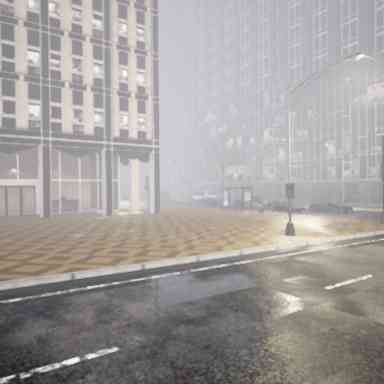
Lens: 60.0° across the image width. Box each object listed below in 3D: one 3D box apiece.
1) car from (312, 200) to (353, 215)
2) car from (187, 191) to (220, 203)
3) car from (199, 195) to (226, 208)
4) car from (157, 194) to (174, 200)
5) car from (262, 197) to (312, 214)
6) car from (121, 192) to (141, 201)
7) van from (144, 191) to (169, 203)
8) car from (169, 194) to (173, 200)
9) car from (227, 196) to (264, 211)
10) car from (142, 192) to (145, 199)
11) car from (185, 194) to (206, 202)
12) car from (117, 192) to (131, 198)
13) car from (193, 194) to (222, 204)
[{"bbox_3d":[13.766,1.505,33.221,1.994,1.385,4.181,-1,1,-34],"label":"car"},{"bbox_3d":[1.781,0.886,56.416,2.150,2.045,5.566,-1,1,-34],"label":"car"},{"bbox_3d":[3.325,1.409,43.826,1.947,1.339,4.313,0,1,-34],"label":"car"},{"bbox_3d":[-5.749,1.054,72.044,1.802,1.307,4.206,0,1,-34],"label":"car"},{"bbox_3d":[9.678,1.513,34.398,1.947,1.339,4.313,0,1,-34],"label":"car"},{"bbox_3d":[-12.668,1.131,67.315,2.008,1.369,4.403,0,1,-34],"label":"car"},{"bbox_3d":[-6.252,1.028,57.929,1.690,1.788,3.998,0,1,-34],"label":"van"},{"bbox_3d":[-6.577,0.750,68.625,2.150,2.045,5.566,-1,1,-34],"label":"car"},{"bbox_3d":[6.484,1.477,39.102,1.802,1.307,4.206,0,1,-34],"label":"car"},{"bbox_3d":[-8.956,0.734,76.733,2.192,1.841,5.009,0,1,-34],"label":"car"},{"bbox_3d":[0.666,1.161,62.659,1.802,1.307,4.206,0,1,-34],"label":"car"},{"bbox_3d":[-18.579,0.808,90.811,2.008,1.369,4.403,0,1,-34],"label":"car"},{"bbox_3d":[2.685,1.365,49.448,1.895,1.301,4.718,-1,1,-34],"label":"car"}]
